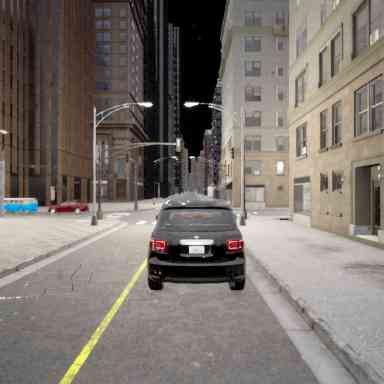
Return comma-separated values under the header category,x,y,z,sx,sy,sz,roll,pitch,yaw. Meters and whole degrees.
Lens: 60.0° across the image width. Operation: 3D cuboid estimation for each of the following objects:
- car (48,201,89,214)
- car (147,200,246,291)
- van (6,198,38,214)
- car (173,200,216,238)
category,x,y,z,sx,sy,sz,roll,pitch,yaw
car,-13.917,1.724,37.529,4.507,1.381,1.887,-1,0,0
car,0.115,1.223,9.187,2.150,2.045,5.566,0,0,0
van,-19.544,1.588,37.558,3.998,1.788,1.690,-1,0,0
car,0.126,1.357,18.636,2.097,1.767,4.553,0,0,0
